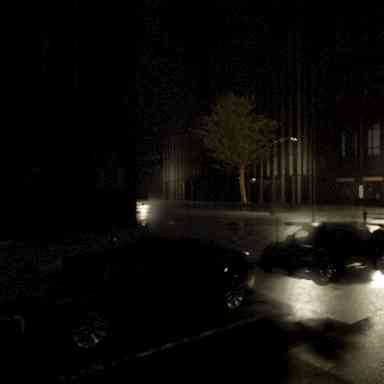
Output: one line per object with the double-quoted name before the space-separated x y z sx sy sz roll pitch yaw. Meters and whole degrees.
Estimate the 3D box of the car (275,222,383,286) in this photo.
"car" 3.859 1.570 9.440 4.313 1.339 1.947 0 0 -36

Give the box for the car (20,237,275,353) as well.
"car" -0.718 1.567 6.151 4.313 1.339 1.947 0 0 -36
